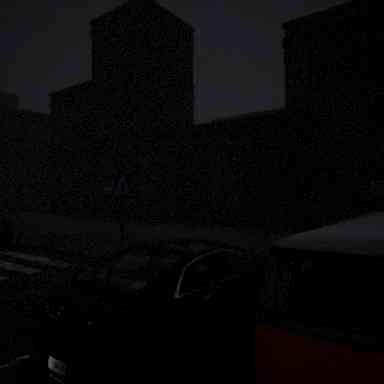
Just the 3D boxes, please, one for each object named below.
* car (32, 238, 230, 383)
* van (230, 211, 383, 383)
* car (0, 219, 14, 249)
[{"bbox_3d":[0.046,1.495,5.332,2.231,1.521,4.892,0,0,36],"label":"car"},{"bbox_3d":[2.372,1.264,3.805,1.878,1.987,4.442,0,0,36],"label":"van"},{"bbox_3d":[-8.983,1.535,11.820,2.163,1.488,4.792,0,0,36],"label":"car"}]
